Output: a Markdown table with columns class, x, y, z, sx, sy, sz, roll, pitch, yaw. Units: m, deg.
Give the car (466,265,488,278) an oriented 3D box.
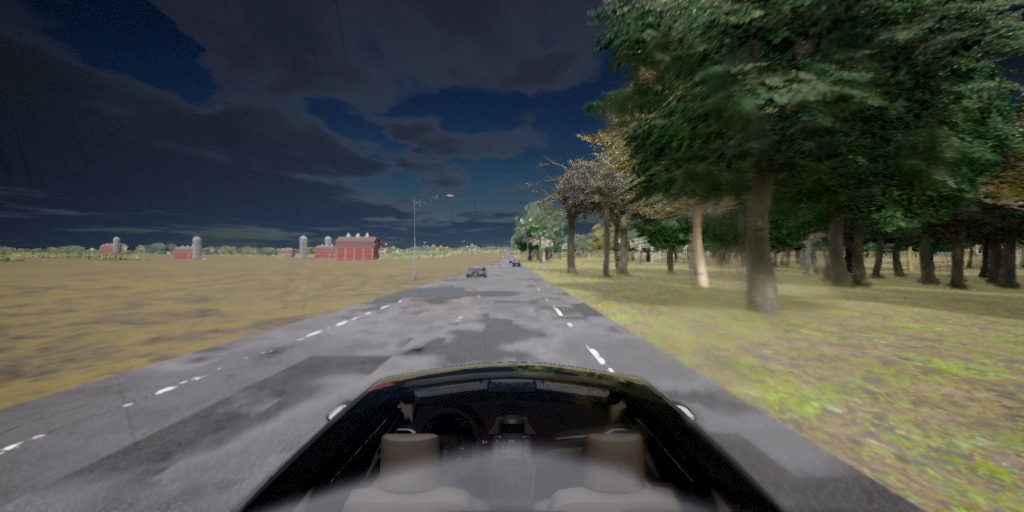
| class | x | y | z | sx | sy | sz | roll | pitch | yaw |
| --- | --- | --- | --- | --- | --- | --- | --- | --- | --- |
| car | -3.589 | 1.594 | 37.329 | 1.994 | 1.385 | 4.181 | 0 | 0 | 0 |
